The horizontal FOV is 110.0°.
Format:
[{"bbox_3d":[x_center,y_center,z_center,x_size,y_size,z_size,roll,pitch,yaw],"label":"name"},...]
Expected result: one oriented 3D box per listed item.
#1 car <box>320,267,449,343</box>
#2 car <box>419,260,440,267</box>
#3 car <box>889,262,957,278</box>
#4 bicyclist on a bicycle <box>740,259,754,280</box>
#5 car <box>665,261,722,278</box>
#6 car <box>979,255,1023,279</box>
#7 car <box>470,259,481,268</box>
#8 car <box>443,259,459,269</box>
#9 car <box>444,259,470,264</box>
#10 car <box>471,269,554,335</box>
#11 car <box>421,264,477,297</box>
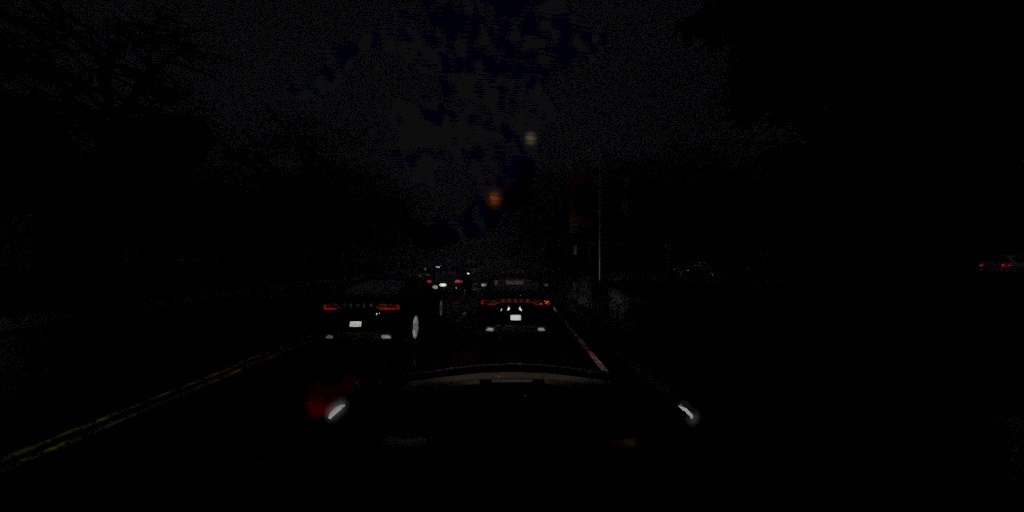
[{"bbox_3d":[-3.169,1.228,9.744,1.882,1.535,5.008,0,0,0],"label":"car"},{"bbox_3d":[-9.914,1.263,43.478,2.128,1.511,4.902,0,0,0],"label":"car"},{"bbox_3d":[38.219,1.195,33.436,5.008,1.535,1.882,0,0,0],"label":"car"},{"bbox_3d":[18.086,1.038,27.588,0.582,1.620,1.656,0,0,0],"label":"bicyclist on a bicycle"},{"bbox_3d":[16.855,1.226,33.446,4.902,1.511,2.128,0,0,0],"label":"car"},{"bbox_3d":[43.540,0.939,30.554,5.566,2.045,2.150,0,0,0],"label":"car"},{"bbox_3d":[-6.674,1.314,58.652,1.812,1.442,4.674,0,1,0],"label":"car"},{"bbox_3d":[-9.925,1.313,58.710,1.812,1.442,4.674,0,0,0],"label":"car"},{"bbox_3d":[-6.664,1.277,43.408,1.837,1.490,4.892,0,0,0],"label":"car"},{"bbox_3d":[0.080,1.229,10.492,1.882,1.535,5.008,0,0,0],"label":"car"},{"bbox_3d":[-3.200,1.318,18.682,1.994,1.385,4.181,0,0,0],"label":"car"}]
